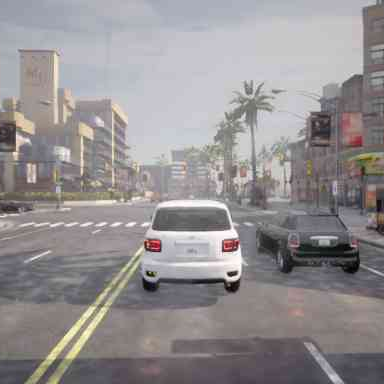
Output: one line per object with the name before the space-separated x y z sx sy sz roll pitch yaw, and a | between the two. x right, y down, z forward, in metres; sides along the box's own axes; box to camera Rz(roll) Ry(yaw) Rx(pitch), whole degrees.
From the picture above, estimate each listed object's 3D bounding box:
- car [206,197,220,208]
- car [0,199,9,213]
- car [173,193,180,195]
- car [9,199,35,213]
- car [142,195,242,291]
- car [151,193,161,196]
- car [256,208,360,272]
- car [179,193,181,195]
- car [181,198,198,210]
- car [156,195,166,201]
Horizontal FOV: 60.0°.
car | 3.117 1.523 50.463 1.812 1.442 4.674 0 0 -1
car | -20.600 1.563 32.103 4.181 1.385 1.994 0 0 0
car | -4.205 1.537 72.880 2.033 1.411 5.357 0 0 -1
car | -19.569 1.476 35.731 5.008 1.535 1.882 0 0 -3
car | -0.015 1.221 9.151 2.150 2.045 5.566 0 0 0
car | -7.705 1.222 72.866 2.150 2.045 5.566 0 0 -1
car | 3.479 1.352 10.889 2.097 1.767 4.553 0 0 0
car | -4.318 1.496 84.362 1.837 1.490 4.892 0 0 -1
car | -0.320 1.545 44.093 2.033 1.411 5.357 0 0 -1
car | -7.815 1.521 84.011 2.128 1.511 4.902 0 0 -1
